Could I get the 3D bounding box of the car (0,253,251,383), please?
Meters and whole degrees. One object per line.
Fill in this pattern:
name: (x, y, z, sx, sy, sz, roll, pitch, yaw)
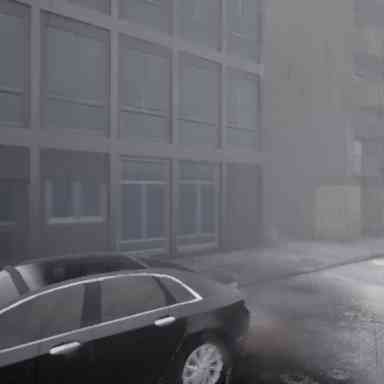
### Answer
car: (-1.525, 1.510, 3.514, 4.892, 1.490, 1.837, 1, 0, -35)
